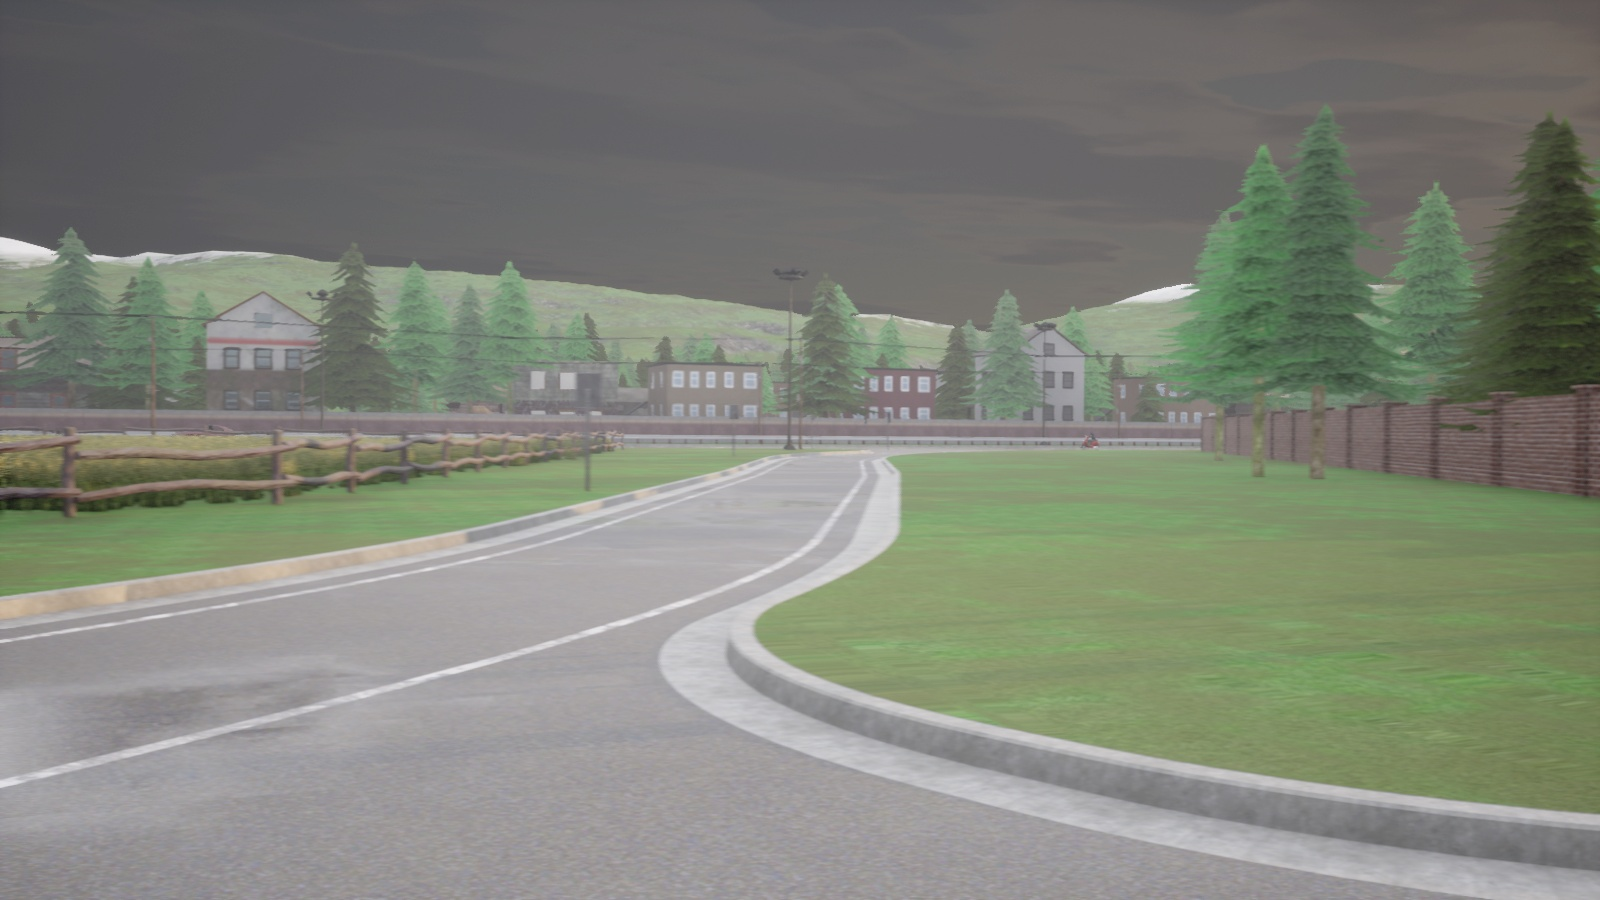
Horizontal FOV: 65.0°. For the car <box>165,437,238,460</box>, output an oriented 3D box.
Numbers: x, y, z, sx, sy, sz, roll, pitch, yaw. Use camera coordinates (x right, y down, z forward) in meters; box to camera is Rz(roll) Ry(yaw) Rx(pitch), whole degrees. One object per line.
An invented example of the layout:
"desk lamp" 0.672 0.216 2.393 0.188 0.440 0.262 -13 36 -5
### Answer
"car" -39.850 -0.110 83.726 4.193 1.474 1.816 -1 1 -21
